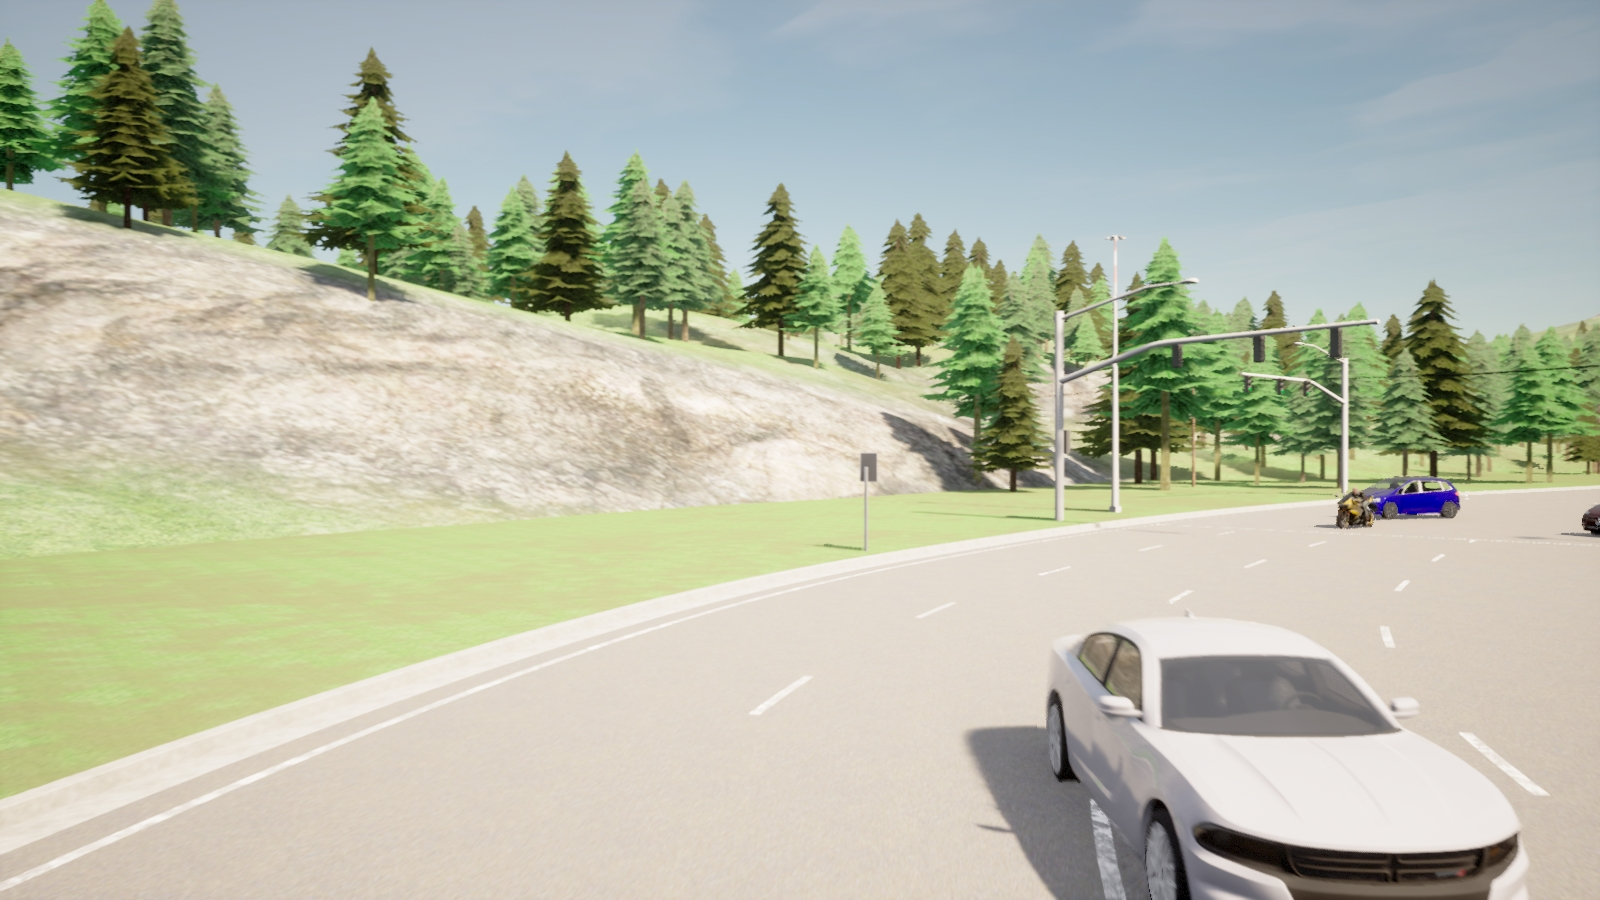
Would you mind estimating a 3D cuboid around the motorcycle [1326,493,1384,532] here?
[{"bbox_3d":[19.557,2.181,40.246,2.209,1.251,0.867,0,1,-35],"label":"motorcycle"}]

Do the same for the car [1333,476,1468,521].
[{"bbox_3d":[24.428,1.940,46.511,4.611,1.667,2.242,0,0,-16],"label":"car"}]

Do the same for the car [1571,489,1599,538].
[{"bbox_3d":[27.352,2.020,36.437,4.514,1.525,2.007,0,0,-13],"label":"car"}]

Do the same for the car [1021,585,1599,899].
[{"bbox_3d":[3.058,2.028,8.195,2.097,1.535,5.006,0,0,2],"label":"car"}]
